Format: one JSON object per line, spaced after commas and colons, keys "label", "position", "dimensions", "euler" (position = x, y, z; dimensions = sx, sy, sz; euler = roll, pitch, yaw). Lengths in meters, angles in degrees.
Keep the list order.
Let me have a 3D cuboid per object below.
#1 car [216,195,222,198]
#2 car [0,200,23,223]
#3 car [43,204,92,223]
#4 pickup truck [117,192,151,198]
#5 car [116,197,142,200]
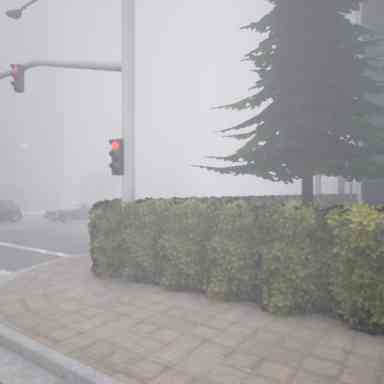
{"label": "car", "position": [3.300, 1.348, 48.647], "dimensions": [2.097, 1.767, 4.553], "euler": [0, 0, 36]}
{"label": "car", "position": [-14.589, 1.349, 23.437], "dimensions": [2.097, 1.767, 4.553], "euler": [0, 0, 37]}
{"label": "car", "position": [-8.776, 1.598, 25.468], "dimensions": [1.895, 1.301, 4.718], "euler": [0, 0, 35]}
{"label": "pickup truck", "position": [-9.495, 1.054, 53.168], "dimensions": [6.274, 2.098, 2.390], "euler": [0, 0, -24]}
{"label": "car", "position": [-7.849, 1.545, 32.873], "dimensions": [2.033, 1.411, 5.357], "euler": [0, 0, 35]}
